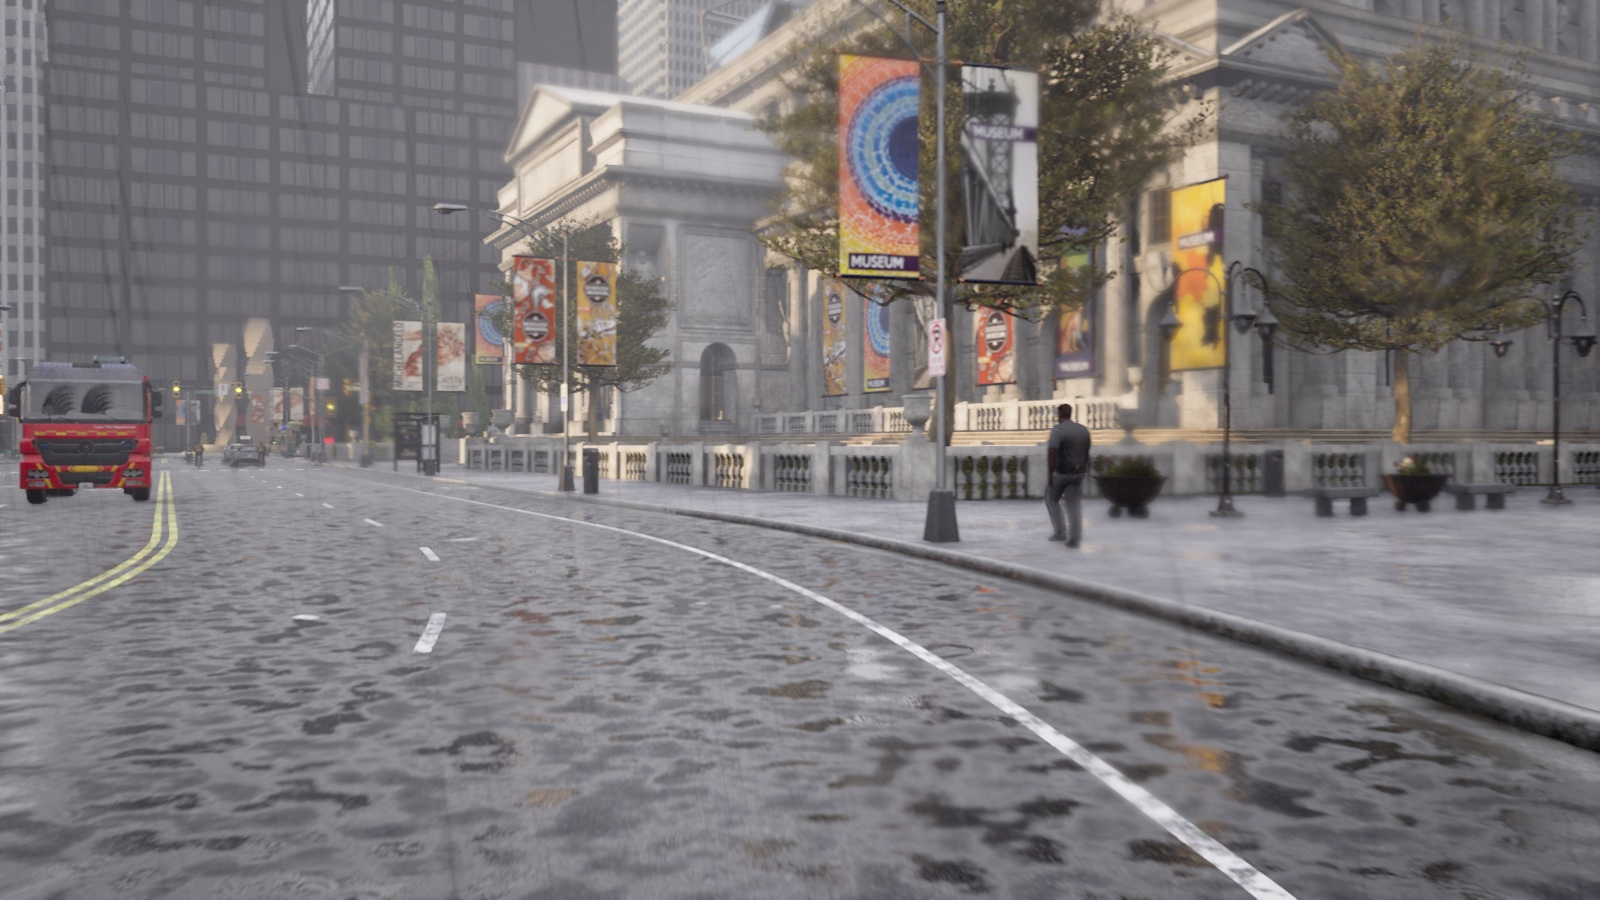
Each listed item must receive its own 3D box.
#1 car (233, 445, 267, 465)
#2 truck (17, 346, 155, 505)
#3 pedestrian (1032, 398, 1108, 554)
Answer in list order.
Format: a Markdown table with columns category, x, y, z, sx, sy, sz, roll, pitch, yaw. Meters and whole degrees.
| category | x | y | z | sx | sy | sz | roll | pitch | yaw |
| --- | --- | --- | --- | --- | --- | --- | --- | --- | --- |
| car | -38.938 | 0.313 | 88.891 | 1.994 | 1.385 | 4.181 | 0 | 0 | -27 |
| truck | -19.441 | -0.612 | 34.627 | 2.891 | 3.827 | 8.468 | 0 | 0 | -27 |
| pedestrian | 3.355 | 0.315 | 15.657 | 0.563 | 1.883 | 0.849 | 0 | 0 | -20 |
